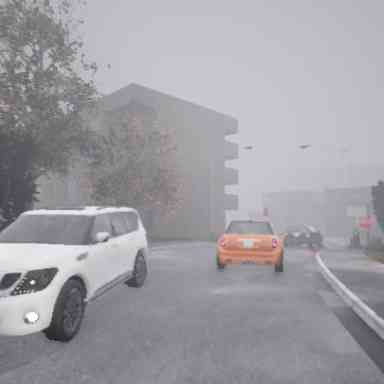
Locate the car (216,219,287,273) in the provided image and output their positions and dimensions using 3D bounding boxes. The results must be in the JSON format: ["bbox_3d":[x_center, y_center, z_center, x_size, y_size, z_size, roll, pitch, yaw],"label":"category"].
[{"bbox_3d":[2.264,1.790,12.268,2.097,1.767,4.553,-1,-5,15],"label":"car"}]

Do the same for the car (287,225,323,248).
[{"bbox_3d":[8.614,3.318,25.613,2.097,1.767,4.553,-2,-7,33],"label":"car"}]

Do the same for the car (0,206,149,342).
[{"bbox_3d":[-2.591,1.323,7.074,2.150,2.045,5.566,0,-2,10],"label":"car"}]
